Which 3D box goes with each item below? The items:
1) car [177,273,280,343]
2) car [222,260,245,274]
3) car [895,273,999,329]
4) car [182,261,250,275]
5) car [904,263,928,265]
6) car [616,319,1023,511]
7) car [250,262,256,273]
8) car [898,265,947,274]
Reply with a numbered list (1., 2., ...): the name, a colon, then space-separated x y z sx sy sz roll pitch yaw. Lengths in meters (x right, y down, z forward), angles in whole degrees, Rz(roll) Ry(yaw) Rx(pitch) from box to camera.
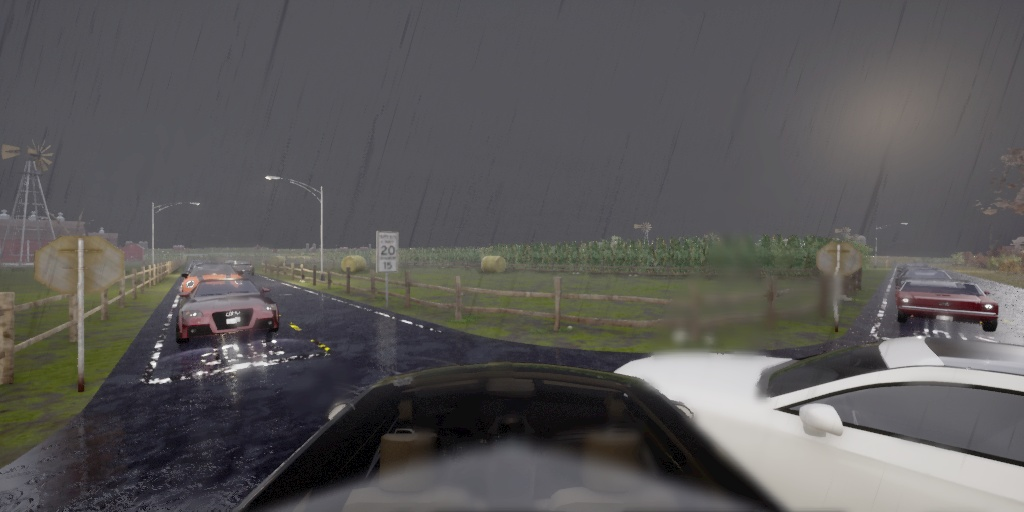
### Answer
1. car: -7.914 1.353 9.950 1.994 1.385 4.181 0 0 -42
2. car: -33.583 1.293 43.193 1.837 1.490 4.892 0 0 -41
3. car: 13.548 1.393 11.365 4.718 1.301 1.895 0 1 -43
4. car: -13.672 1.136 16.449 2.097 1.767 4.553 0 0 -42
5. car: 27.416 1.391 24.144 4.181 1.385 1.994 0 1 -43
6. car: 2.844 1.293 2.333 1.812 1.442 4.674 0 1 -44
7. car: -26.883 1.274 35.716 2.128 1.511 4.902 0 0 -41
8. car: 20.644 1.355 17.909 5.357 1.411 2.033 0 1 -43
